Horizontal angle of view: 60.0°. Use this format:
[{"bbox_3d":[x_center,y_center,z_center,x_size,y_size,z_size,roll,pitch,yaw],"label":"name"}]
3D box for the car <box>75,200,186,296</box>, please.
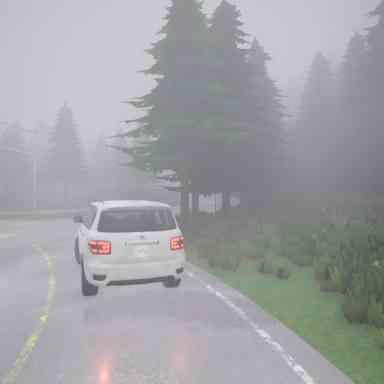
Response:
[{"bbox_3d":[-1.901,1.221,8.996,2.150,2.045,5.566,0,0,-20],"label":"car"}]
